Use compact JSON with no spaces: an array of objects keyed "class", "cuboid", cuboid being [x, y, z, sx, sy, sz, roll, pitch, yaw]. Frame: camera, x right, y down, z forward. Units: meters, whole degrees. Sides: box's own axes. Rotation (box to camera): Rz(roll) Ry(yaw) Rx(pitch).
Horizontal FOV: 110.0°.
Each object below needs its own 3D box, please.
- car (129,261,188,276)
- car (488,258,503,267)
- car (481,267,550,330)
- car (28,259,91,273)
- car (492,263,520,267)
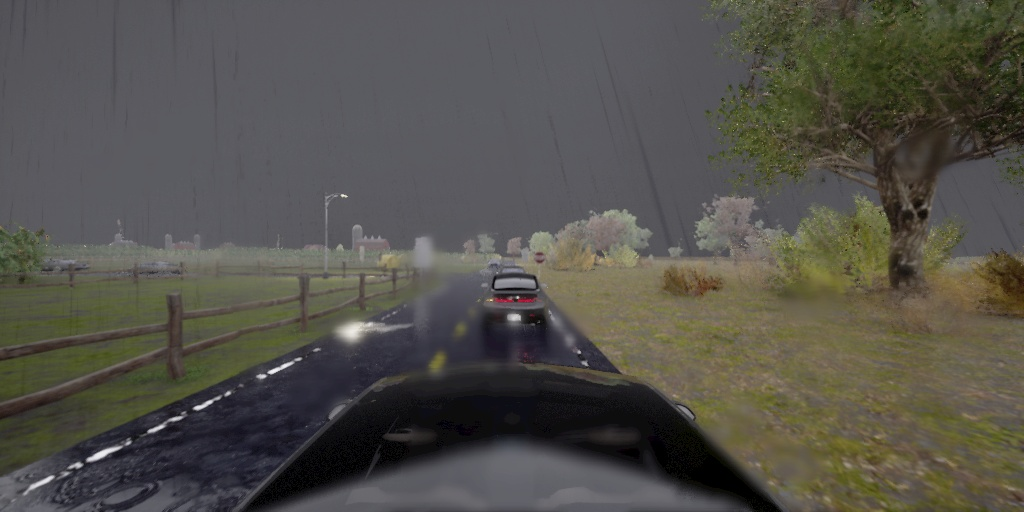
[{"class":"car","cuboid":[-33.450,1.145,33.981,4.181,1.385,1.994,0,1,-1]},{"class":"car","cuboid":[-2.957,1.194,61.306,2.097,1.767,4.553,0,0,0]},{"class":"car","cuboid":[0.080,1.263,11.200,1.837,1.490,4.892,0,0,0]},{"class":"car","cuboid":[-46.638,1.007,36.702,5.357,1.411,2.033,0,1,0]},{"class":"car","cuboid":[0.031,1.315,21.457,2.033,1.411,5.357,0,0,-1]}]
